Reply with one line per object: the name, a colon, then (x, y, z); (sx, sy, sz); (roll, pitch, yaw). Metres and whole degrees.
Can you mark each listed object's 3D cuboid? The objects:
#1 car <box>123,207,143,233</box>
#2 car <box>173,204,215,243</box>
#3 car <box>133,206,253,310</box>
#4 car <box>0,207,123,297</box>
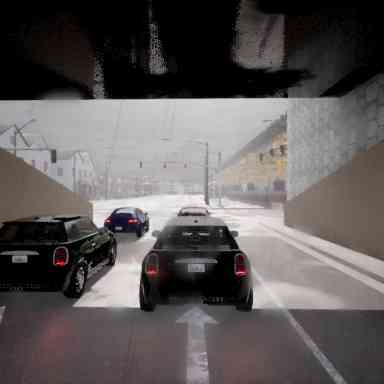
car: (-3.411, 1.526, 17.769); (1.812, 1.442, 4.674); (0, 0, 0)
car: (0.089, 1.478, 17.223); (1.882, 1.535, 5.008); (0, 0, 0)
car: (0.080, 1.352, 7.955); (2.097, 1.767, 4.553); (0, 0, 0)
car: (-3.414, 1.352, 8.718); (2.097, 1.767, 4.553); (0, 0, 0)
